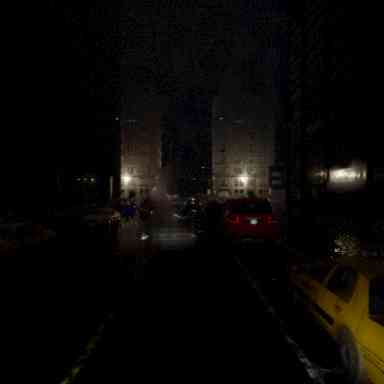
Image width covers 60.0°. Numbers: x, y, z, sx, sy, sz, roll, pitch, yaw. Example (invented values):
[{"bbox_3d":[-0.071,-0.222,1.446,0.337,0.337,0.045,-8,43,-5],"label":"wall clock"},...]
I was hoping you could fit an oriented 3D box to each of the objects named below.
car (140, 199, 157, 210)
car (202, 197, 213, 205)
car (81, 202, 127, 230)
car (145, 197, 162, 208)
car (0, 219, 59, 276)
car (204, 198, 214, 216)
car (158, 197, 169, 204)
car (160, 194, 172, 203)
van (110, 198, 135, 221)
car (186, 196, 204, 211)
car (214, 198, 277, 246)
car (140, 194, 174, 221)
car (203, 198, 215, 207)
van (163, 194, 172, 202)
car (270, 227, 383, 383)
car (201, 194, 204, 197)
[{"bbox_3d":[-5.773,1.694,44.466,1.802,1.307,4.206,0,0,0],"label":"car"},{"bbox_3d":[2.784,1.674,61.345,1.887,1.381,4.507,0,0,0],"label":"car"},{"bbox_3d":[-5.818,1.594,21.735,1.752,1.417,4.829,0,0,0],"label":"car"},{"bbox_3d":[-5.763,1.559,50.108,1.967,1.590,4.097,0,0,0],"label":"car"},{"bbox_3d":[-5.845,1.559,10.422,1.752,1.417,4.829,0,0,1],"label":"car"},{"bbox_3d":[2.742,1.655,38.788,2.008,1.369,4.403,0,0,0],"label":"car"},{"bbox_3d":[-5.731,1.702,67.026,1.947,1.339,4.313,0,0,0],"label":"car"},{"bbox_3d":[-5.720,1.457,72.667,2.192,1.841,5.009,0,0,0],"label":"car"},{"bbox_3d":[-5.806,1.425,27.548,1.690,1.788,3.998,0,0,0],"label":"van"},{"bbox_3d":[0.145,1.657,43.024,2.033,1.411,5.357,0,0,0],"label":"car"},{"bbox_3d":[2.427,1.273,15.726,2.150,2.045,5.566,0,0,0],"label":"car"},{"bbox_3d":[-3.044,1.309,28.495,2.150,2.045,5.566,0,0,0],"label":"car"},{"bbox_3d":[2.774,1.706,55.706,1.802,1.307,4.206,0,0,0],"label":"car"},{"bbox_3d":[-5.709,1.487,78.308,1.690,1.788,3.998,0,0,0],"label":"van"},{"bbox_3d":[2.678,1.543,5.161,1.752,1.417,4.829,0,0,1],"label":"car"},{"bbox_3d":[2.763,1.558,50.067,1.967,1.590,4.097,0,0,0],"label":"car"}]
